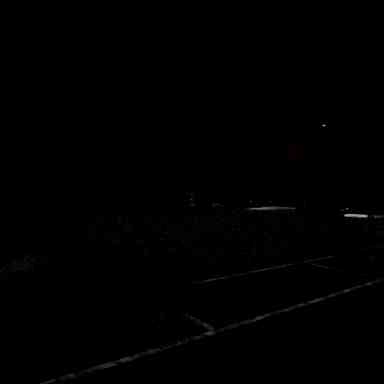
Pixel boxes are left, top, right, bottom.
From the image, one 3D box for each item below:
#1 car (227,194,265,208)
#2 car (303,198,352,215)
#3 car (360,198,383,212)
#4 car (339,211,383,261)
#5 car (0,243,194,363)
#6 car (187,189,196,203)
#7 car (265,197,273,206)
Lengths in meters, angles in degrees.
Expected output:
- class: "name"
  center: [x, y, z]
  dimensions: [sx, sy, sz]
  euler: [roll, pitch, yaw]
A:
- class: "car"
  center: [6.042, 1.032, 39.549]
  dimensions: [1.812, 1.442, 4.674]
  euler: [0, 1, -35]
- class: "car"
  center: [12.358, 1.264, 30.538]
  dimensions: [1.994, 1.385, 4.181]
  euler: [0, 1, -35]
- class: "car"
  center: [17.275, 1.302, 29.186]
  dimensions: [1.812, 1.442, 4.674]
  euler: [0, 1, -35]
- class: "car"
  center: [6.827, 1.552, 11.443]
  dimensions: [4.403, 1.369, 2.008]
  euler: [0, 0, -35]
- class: "car"
  center: [-2.070, 1.545, 5.165]
  dimensions: [4.507, 1.381, 1.887]
  euler: [0, 0, -35]
- class: "car"
  center: [-0.763, 0.523, 49.295]
  dimensions: [2.150, 2.045, 5.566]
  euler: [0, 1, -35]
- class: "car"
  center: [8.123, 0.988, 42.247]
  dimensions: [2.128, 1.511, 4.902]
  euler: [0, 1, -35]
